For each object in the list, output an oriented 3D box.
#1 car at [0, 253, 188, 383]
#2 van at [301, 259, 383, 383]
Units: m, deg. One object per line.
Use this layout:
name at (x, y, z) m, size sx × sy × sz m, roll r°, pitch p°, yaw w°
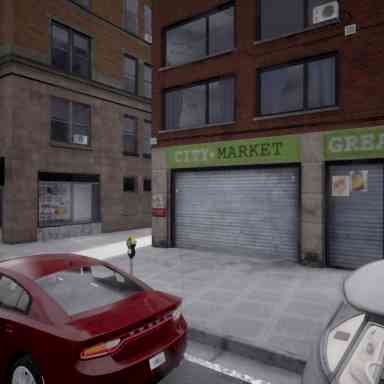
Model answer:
car at (-2.160, 1.544, 4.615) m, size 4.507 × 1.381 × 1.887 m, roll 0°, pitch 0°, yaw 35°
van at (2.450, 1.341, 1.329) m, size 3.998 × 1.788 × 1.690 m, roll 0°, pitch 0°, yaw 35°
